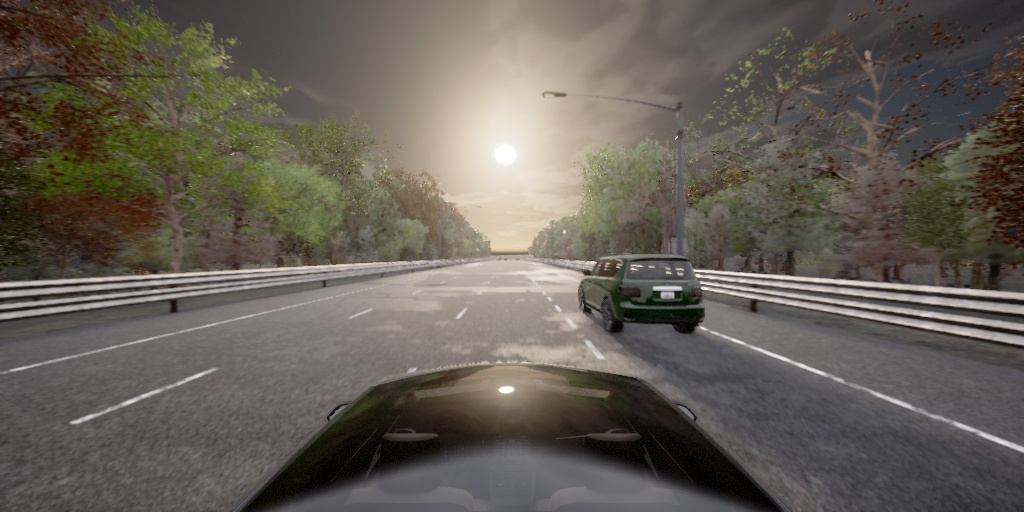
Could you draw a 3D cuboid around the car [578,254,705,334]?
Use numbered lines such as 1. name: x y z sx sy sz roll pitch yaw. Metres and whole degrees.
1. car: 3.510 0.981 10.797 2.150 2.045 5.566 0 0 0
